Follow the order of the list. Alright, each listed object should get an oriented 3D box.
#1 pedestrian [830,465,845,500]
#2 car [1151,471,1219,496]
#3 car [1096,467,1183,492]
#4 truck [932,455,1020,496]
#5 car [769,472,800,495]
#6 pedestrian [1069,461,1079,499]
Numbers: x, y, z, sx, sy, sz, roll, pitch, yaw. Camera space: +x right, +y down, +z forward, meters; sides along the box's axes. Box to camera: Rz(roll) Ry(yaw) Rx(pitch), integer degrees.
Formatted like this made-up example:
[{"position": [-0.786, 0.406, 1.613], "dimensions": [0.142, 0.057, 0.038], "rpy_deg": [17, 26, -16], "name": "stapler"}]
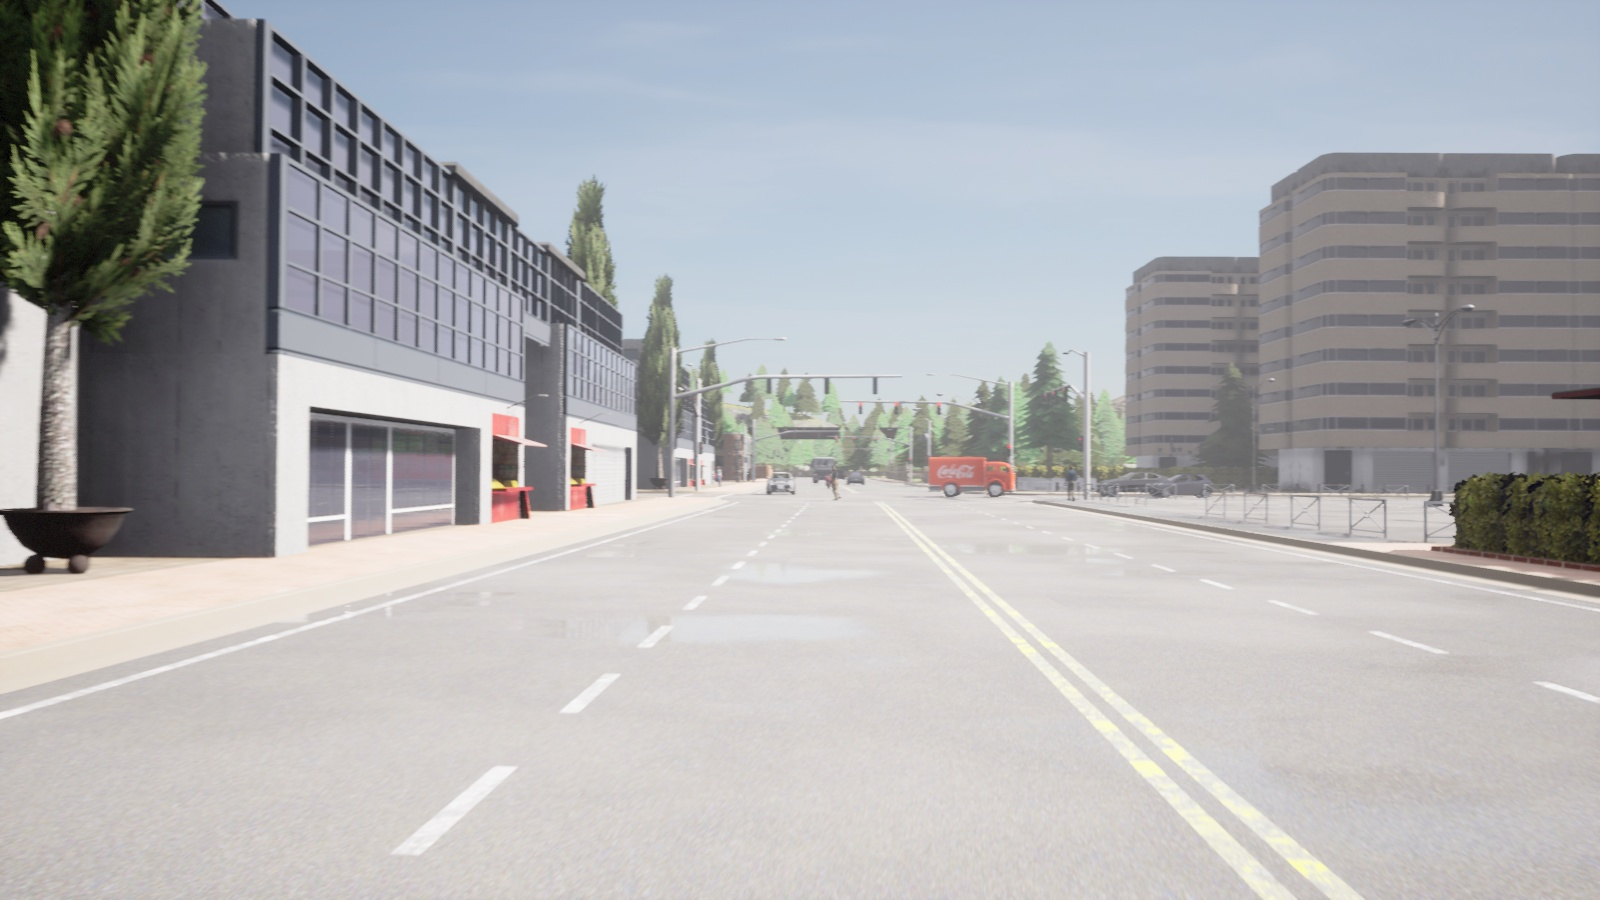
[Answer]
[{"position": [1.957, 1.678, 64.970], "dimensions": [0.694, 1.848, 0.540], "rpy_deg": [0, -1, -6], "name": "pedestrian"}, {"position": [23.947, 2.083, 78.220], "dimensions": [3.633, 1.501, 1.845], "rpy_deg": [0, -1, 1], "name": "car"}, {"position": [22.064, 1.913, 81.744], "dimensions": [5.027, 1.651, 2.152], "rpy_deg": [0, -1, 1], "name": "car"}, {"position": [10.834, 1.595, 77.059], "dimensions": [5.204, 2.467, 2.627], "rpy_deg": [0, -1, 11], "name": "truck"}, {"position": [-1.015, 2.165, 82.494], "dimensions": [1.970, 1.475, 3.806], "rpy_deg": [0, -1, 0], "name": "car"}, {"position": [13.387, 1.471, 61.378], "dimensions": [0.370, 1.835, 0.726], "rpy_deg": [0, -1, 3], "name": "pedestrian"}]
